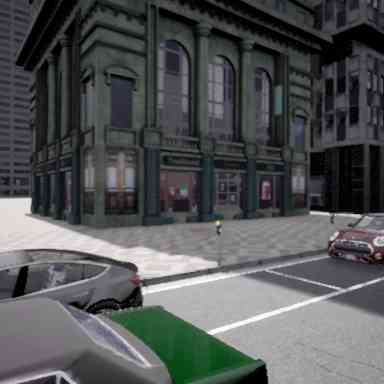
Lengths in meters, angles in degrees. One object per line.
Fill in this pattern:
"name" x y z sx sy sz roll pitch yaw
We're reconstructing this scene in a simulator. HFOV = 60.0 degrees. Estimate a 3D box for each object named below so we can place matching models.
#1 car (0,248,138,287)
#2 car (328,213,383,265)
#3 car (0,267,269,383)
"car" -2.768 1.566 4.671 4.313 1.339 1.947 0 0 -36
"car" 6.409 1.447 11.218 4.097 1.590 1.967 0 0 -36
"car" -1.763 1.601 2.121 4.718 1.301 1.895 0 0 -36
